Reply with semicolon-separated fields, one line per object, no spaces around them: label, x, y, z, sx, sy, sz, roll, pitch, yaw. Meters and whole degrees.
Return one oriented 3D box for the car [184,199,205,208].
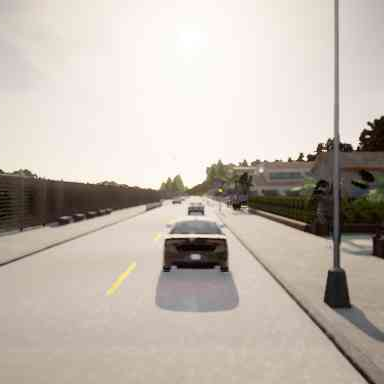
car;0.441;1.730;36.132;2.033;1.411;5.357;0;0;1

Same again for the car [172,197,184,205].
car;-3.148;1.867;69.337;1.812;1.442;4.674;0;0;1

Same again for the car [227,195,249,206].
car;8.456;1.460;54.518;5.566;2.045;2.150;-1;3;3

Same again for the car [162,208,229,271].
car;0.125;1.534;11.102;1.882;1.535;5.008;0;0;1
